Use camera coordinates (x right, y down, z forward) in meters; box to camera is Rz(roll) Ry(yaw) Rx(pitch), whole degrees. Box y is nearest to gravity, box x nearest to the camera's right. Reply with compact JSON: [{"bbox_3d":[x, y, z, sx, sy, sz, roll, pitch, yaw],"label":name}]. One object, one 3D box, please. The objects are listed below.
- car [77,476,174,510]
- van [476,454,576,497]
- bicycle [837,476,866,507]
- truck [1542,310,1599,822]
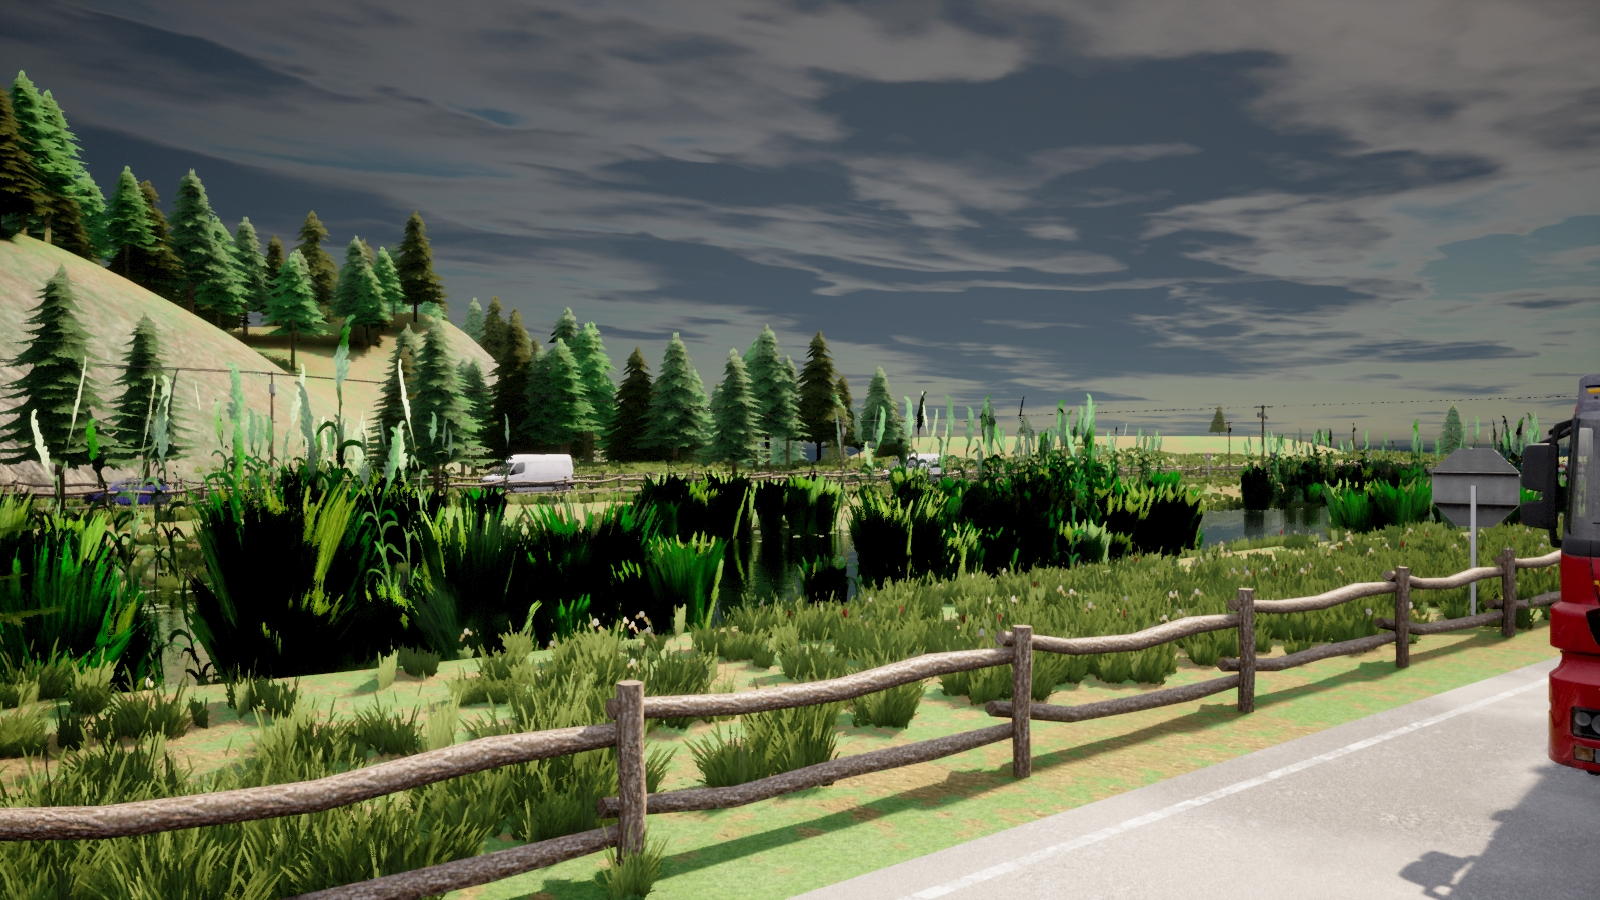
[{"bbox_3d":[-32.618,2.038,55.310,1.845,1.501,3.633,0,0,42],"label":"car"},{"bbox_3d":[-17.141,1.534,71.687,5.915,2.561,1.988,0,0,-44],"label":"van"},{"bbox_3d":[2.523,2.029,56.038,1.643,1.496,0.373,0,0,-43],"label":"bicycle"},{"bbox_3d":[9.616,0.862,10.986,2.891,3.827,8.468,0,0,42],"label":"truck"}]
